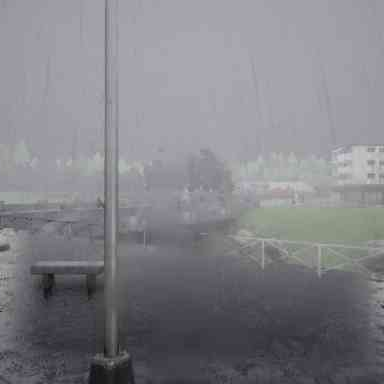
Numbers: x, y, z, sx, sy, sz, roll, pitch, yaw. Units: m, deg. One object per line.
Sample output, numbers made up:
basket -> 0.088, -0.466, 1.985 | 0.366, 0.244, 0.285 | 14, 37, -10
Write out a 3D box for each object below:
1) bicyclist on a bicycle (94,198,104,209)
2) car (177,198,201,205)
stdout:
bicyclist on a bicycle -> -8.304, 1.349, 29.832 | 1.656, 1.620, 0.582 | 0, 0, 35
car -> -0.361, 1.564, 48.367 | 1.994, 1.385, 4.181 | 0, 0, 36
